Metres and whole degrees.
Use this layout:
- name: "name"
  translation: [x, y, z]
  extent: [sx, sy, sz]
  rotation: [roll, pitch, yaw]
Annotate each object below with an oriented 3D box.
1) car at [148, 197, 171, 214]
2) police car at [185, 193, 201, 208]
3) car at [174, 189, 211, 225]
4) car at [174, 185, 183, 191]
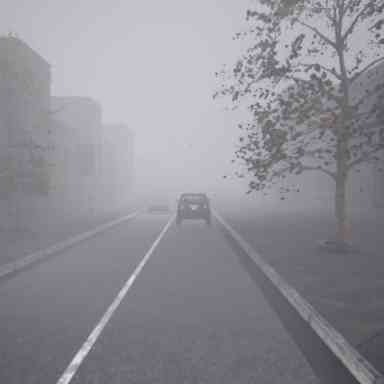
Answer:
- name: "car"
  translation: [-3.092, 1.215, 31.935]
  extent: [1.882, 1.535, 5.008]
  rotation: [0, 0, 0]
- name: "police car"
  translation: [0.105, 1.026, 41.401]
  extent: [1.930, 1.638, 5.238]
  rotation: [0, 2, 0]
- name: "car"
  translation: [0.096, 1.038, 22.477]
  extent: [2.150, 2.045, 5.566]
  rotation: [0, 1, 0]
- name: "car"
  translation: [-2.995, -0.788, 73.379]
  extent: [2.033, 1.411, 5.357]
  rotation: [0, 4, 0]
